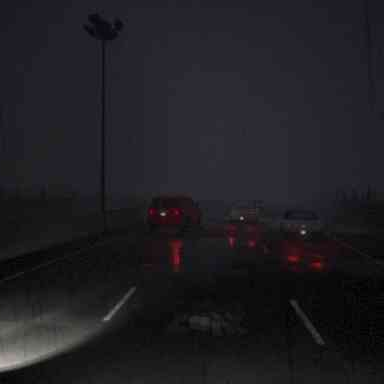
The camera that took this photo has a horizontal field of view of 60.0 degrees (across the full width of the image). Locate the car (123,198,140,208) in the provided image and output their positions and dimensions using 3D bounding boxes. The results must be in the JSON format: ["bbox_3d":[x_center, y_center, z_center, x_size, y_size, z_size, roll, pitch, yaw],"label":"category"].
[{"bbox_3d":[-6.721,1.576,40.378,1.812,1.442,4.674,0,0,15],"label":"car"}]

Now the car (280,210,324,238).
[{"bbox_3d":[5.834,1.653,18.147,1.895,1.301,4.718,0,0,12],"label":"car"}]

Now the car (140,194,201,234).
[{"bbox_3d":[-0.920,1.254,19.914,2.150,2.045,5.566,0,0,12],"label":"car"}]

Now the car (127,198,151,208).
[{"bbox_3d":[-7.868,1.630,49.679,1.994,1.385,4.181,0,0,15],"label":"car"}]

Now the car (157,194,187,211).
[{"bbox_3d":[-2.449,1.295,42.769,2.150,2.045,5.566,0,-1,15],"label":"car"}]

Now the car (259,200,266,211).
[{"bbox_3d":[8.314,1.651,41.979,2.033,1.411,5.357,0,0,15],"label":"car"}]

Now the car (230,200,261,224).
[{"bbox_3d":[3.995,1.584,25.221,1.812,1.442,4.674,0,0,14],"label":"car"}]
